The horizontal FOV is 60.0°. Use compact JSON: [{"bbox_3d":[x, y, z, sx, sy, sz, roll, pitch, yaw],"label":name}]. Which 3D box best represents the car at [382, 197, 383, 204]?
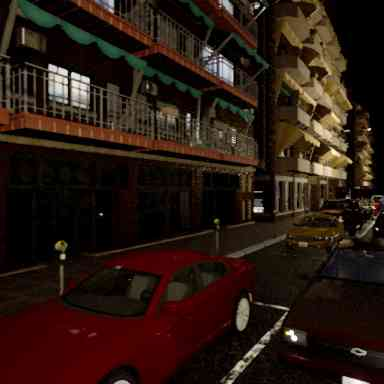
[{"bbox_3d":[20.055,1.568,37.278,1.947,1.339,4.313,0,0,32],"label":"car"}]

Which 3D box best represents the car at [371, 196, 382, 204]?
[{"bbox_3d":[17.103,1.439,32.605,1.967,1.590,4.097,0,0,32],"label":"car"}]

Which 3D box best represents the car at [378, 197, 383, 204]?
[{"bbox_3d":[37.763,1.597,65.313,1.947,1.339,4.313,0,0,32],"label":"car"}]

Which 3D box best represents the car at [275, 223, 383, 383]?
[{"bbox_3d":[3.099,1.546,5.566,2.033,1.411,5.357,0,0,33],"label":"car"}]

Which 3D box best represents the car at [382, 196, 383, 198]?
[{"bbox_3d":[23.006,1.550,41.951,1.887,1.381,4.507,0,0,32],"label":"car"}]

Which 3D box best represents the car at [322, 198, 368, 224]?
[{"bbox_3d":[8.248,1.311,18.589,2.192,1.841,5.009,0,0,32],"label":"car"}]

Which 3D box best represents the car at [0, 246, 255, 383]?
[{"bbox_3d":[-0.605,1.544,4.571,1.887,1.381,4.507,0,0,32],"label":"car"}]

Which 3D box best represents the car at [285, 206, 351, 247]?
[{"bbox_3d":[5.207,1.522,13.773,1.752,1.417,4.829,0,0,32],"label":"car"}]

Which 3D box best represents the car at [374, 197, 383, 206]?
[{"bbox_3d":[31.860,1.602,55.968,1.802,1.307,4.206,0,0,32],"label":"car"}]

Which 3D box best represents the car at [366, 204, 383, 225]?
[{"bbox_3d":[10.126,1.544,16.512,2.033,1.411,5.357,0,0,32],"label":"car"}]

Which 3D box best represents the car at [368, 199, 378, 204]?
[{"bbox_3d":[14.153,1.548,27.934,2.008,1.369,4.403,0,0,32],"label":"car"}]

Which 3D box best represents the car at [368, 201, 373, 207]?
[{"bbox_3d":[11.202,1.547,23.261,2.008,1.369,4.403,0,0,32],"label":"car"}]
